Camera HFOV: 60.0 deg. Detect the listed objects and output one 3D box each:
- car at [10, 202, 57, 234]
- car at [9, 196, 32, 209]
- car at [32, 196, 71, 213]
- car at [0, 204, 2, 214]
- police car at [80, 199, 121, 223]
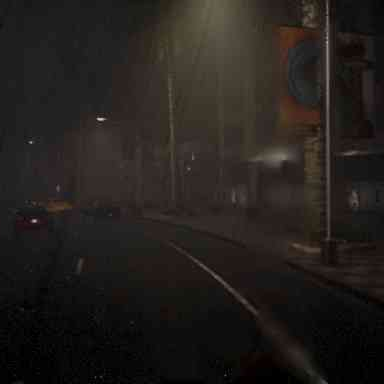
[{"bbox_3d":[-9.213,1.498,19.210,1.994,1.385,4.181,0,0,-28],"label":"car"},{"bbox_3d":[-18.851,1.228,37.647,4.553,1.767,2.097,0,0,39],"label":"car"},{"bbox_3d":[-13.869,1.353,33.236,1.882,1.535,5.008,-1,0,-45],"label":"car"},{"bbox_3d":[-20.402,1.441,32.902,4.674,1.442,1.812,0,0,42],"label":"car"},{"bbox_3d":[-6.841,1.314,24.466,1.930,1.638,5.238,-1,0,-32],"label":"police car"}]
